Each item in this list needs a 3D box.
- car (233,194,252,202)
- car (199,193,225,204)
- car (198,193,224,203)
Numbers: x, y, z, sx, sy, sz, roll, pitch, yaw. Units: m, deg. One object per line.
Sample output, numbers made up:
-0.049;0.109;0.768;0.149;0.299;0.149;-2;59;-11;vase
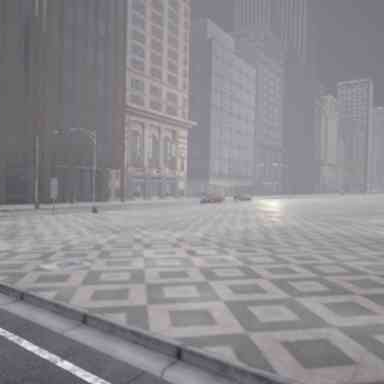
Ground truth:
9.186;1.057;59.892;1.837;1.490;4.892;2;1;35;car
3.164;1.198;51.305;1.895;1.301;4.718;2;1;36;car
3.368;0.990;56.864;2.128;1.511;4.902;2;1;35;car
